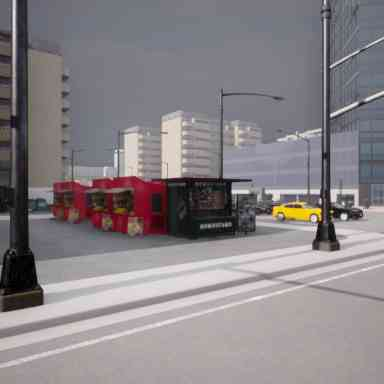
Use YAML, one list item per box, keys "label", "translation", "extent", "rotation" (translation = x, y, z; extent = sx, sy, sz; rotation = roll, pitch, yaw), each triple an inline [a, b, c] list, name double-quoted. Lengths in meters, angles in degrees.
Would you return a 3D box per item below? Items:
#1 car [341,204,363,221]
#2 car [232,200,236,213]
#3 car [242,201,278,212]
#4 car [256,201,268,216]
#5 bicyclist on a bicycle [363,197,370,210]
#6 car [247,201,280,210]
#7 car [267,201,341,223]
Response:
- label: "car"
  translation: [12.001, 1.587, 28.535]
  extent: [1.882, 1.535, 5.008]
  rotation: [0, -1, -36]
- label: "car"
  translation: [3.073, 1.454, 34.884]
  extent: [2.150, 2.045, 5.566]
  rotation: [0, -1, -36]
- label: "car"
  translation: [9.096, 1.898, 44.797]
  extent: [1.895, 1.301, 4.718]
  rotation: [0, -1, -36]
- label: "car"
  translation: [6.716, 1.777, 35.814]
  extent: [1.994, 1.385, 4.181]
  rotation: [0, -1, -36]
- label: "bicyclist on a bicycle"
  translation: [22.251, 1.465, 42.463]
  extent: [1.656, 1.620, 0.582]
  rotation: [0, 0, -36]
- label: "car"
  translation: [10.460, 1.935, 48.877]
  extent: [1.895, 1.301, 4.718]
  rotation: [0, -1, -36]
- label: "car"
  translation: [8.898, 1.588, 26.818]
  extent: [1.882, 1.535, 5.008]
  rotation: [0, -1, -38]
